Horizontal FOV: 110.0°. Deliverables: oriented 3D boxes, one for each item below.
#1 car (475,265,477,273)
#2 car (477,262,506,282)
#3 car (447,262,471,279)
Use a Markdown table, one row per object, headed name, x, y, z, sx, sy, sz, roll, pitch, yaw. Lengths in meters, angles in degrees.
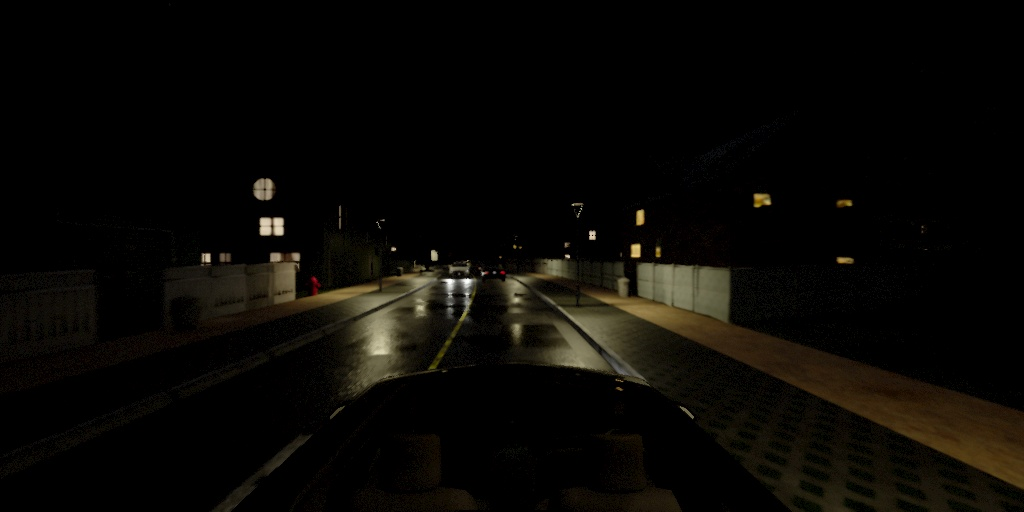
| name | x | y | z | sx | sy | sz | roll | pitch | yaw |
| --- | --- | --- | --- | --- | --- | --- | --- | --- | --- |
| car | -3.274 | 1.379 | 41.556 | 2.033 | 1.411 | 5.357 | 0 | 0 | -9 |
| car | -1.580 | 1.305 | 29.191 | 2.033 | 1.411 | 5.357 | 0 | 0 | -7 |
| car | -4.892 | 1.310 | 33.675 | 1.812 | 1.442 | 4.674 | 0 | 0 | -7 |
